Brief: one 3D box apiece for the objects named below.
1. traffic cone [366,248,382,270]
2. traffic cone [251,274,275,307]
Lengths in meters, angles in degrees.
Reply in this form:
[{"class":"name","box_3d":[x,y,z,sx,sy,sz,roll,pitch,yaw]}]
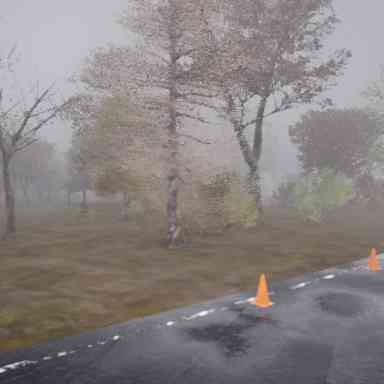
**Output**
[{"class":"traffic cone","box_3d":[5.313,1.946,9.737,0.340,0.580,0.340,0,0,-39]},{"class":"traffic cone","box_3d":[1.430,1.955,6.699,0.340,0.580,0.340,0,0,-37]}]
